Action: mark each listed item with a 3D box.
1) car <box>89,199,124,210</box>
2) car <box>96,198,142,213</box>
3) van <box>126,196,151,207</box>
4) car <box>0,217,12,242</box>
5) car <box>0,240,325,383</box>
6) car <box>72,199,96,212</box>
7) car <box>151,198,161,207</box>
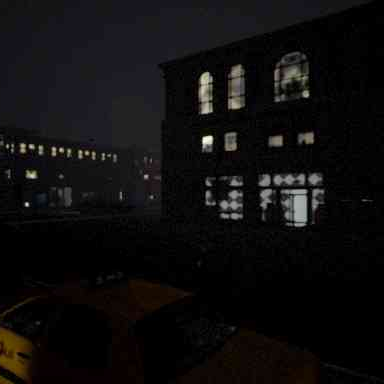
[{"bbox_3d":[-11.964,1.678,46.737,1.752,1.417,4.829,0,0,35],"label":"car"},{"bbox_3d":[-8.144,1.672,37.508,1.887,1.381,4.507,0,0,35],"label":"car"},{"bbox_3d":[-8.689,1.521,51.398,1.690,1.788,3.998,0,0,35],"label":"van"},{"bbox_3d":[-5.467,1.316,6.777,5.009,1.841,2.192,0,0,36],"label":"car"},{"bbox_3d":[-1.096,1.526,3.657,4.829,1.417,1.752,0,0,36],"label":"car"},{"bbox_3d":[-12.563,1.635,41.369,1.837,1.490,4.892,0,0,35],"label":"car"},{"bbox_3d":[-5.511,1.759,55.918,2.008,1.369,4.403,0,0,35],"label":"car"}]
